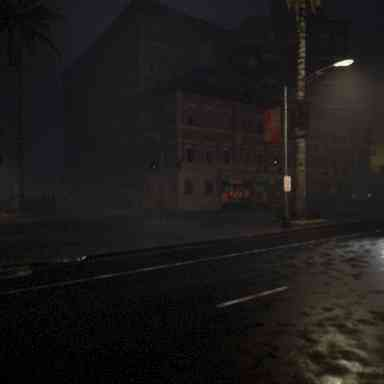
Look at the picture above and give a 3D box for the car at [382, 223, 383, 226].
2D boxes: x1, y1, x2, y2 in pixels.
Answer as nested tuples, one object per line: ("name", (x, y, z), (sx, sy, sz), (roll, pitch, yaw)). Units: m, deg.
("car", (11.223, 1.344, 16.129), (4.718, 1.301, 1.895), (-1, 1, -35))
